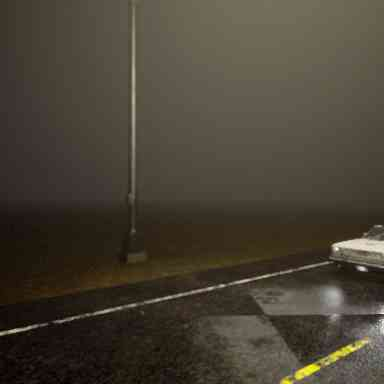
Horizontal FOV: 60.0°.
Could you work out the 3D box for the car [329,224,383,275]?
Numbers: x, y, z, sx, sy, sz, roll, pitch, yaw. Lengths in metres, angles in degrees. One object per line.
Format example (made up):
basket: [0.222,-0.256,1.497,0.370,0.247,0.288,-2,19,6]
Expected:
car: [6.075,1.636,9.740,4.718,1.301,1.895,0,0,-37]
